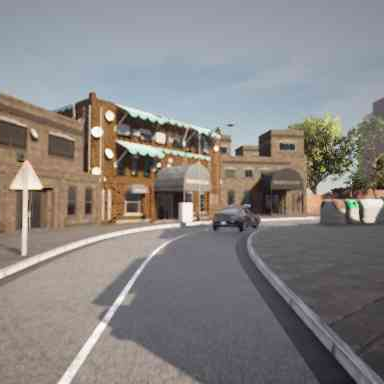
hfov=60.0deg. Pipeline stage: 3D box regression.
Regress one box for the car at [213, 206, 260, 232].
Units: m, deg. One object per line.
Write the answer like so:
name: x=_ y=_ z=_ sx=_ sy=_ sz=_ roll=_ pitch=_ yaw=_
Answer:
car: x=2.776 y=1.626 z=20.632 sx=1.812 sy=1.442 sz=4.674 roll=-1 pitch=-2 yaw=26

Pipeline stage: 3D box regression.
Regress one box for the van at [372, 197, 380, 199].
van: x=23.713 y=1.497 z=39.781 sx=1.878 sy=1.987 sz=4.442 roll=-3 pitch=-2 yaw=-12
